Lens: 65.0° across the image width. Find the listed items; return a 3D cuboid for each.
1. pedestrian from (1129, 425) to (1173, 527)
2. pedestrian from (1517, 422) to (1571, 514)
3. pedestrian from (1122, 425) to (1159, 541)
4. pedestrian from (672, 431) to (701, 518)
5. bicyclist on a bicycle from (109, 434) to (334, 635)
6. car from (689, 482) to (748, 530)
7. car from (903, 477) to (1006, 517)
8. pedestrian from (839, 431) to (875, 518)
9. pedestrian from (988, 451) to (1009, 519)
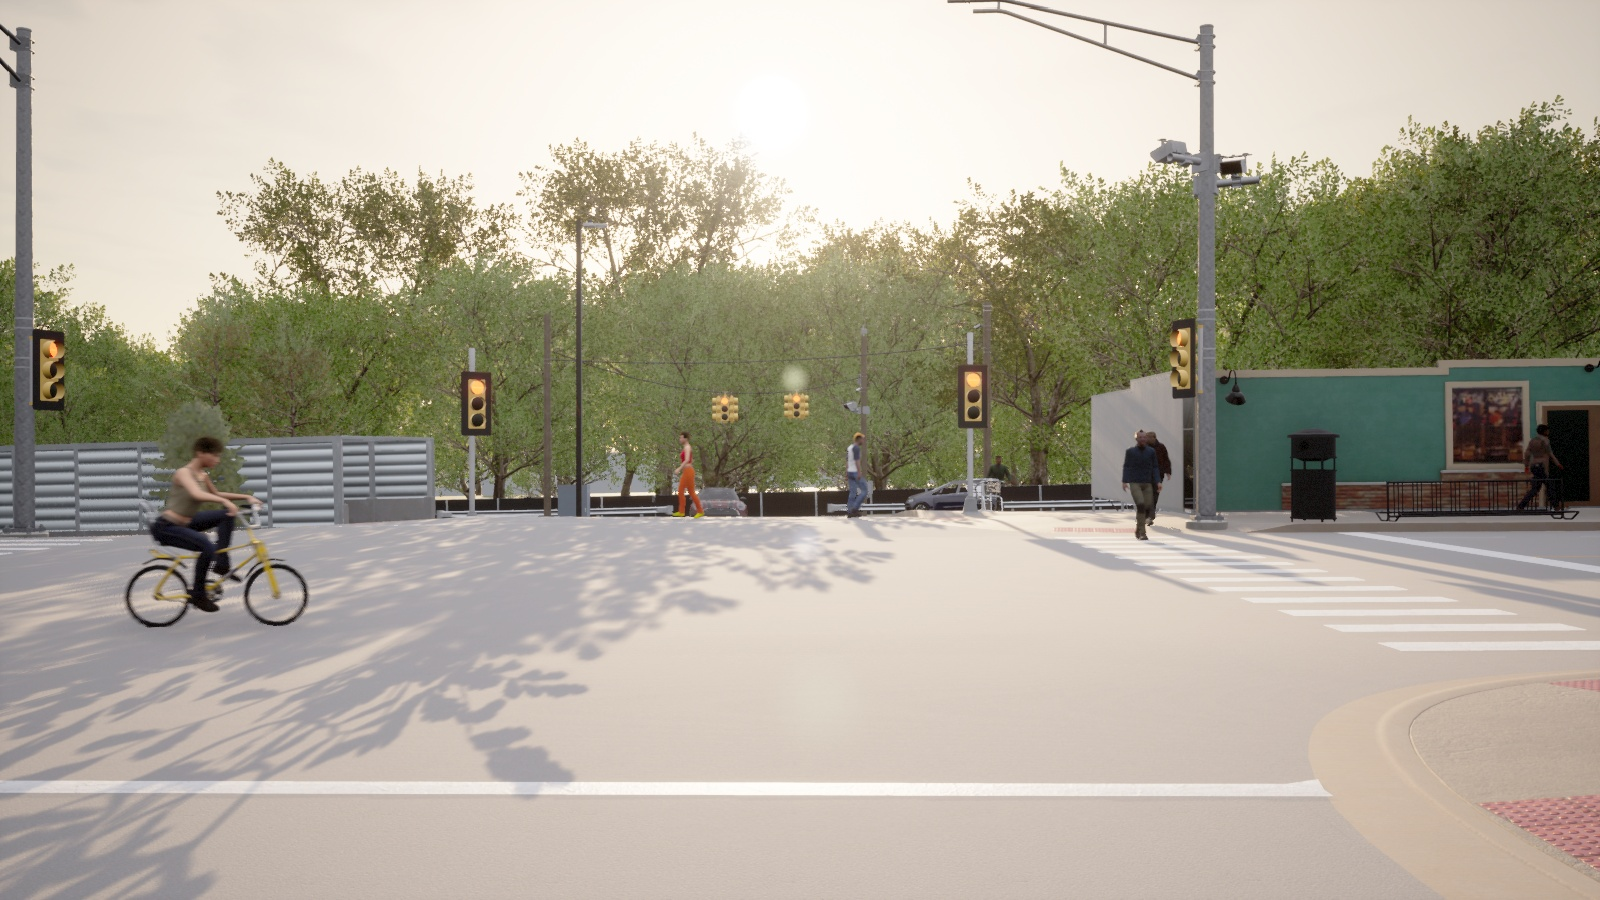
[{"bbox_3d":[6.459,0.468,23.163,0.634,1.844,0.899,0,0,6],"label":"pedestrian"},{"bbox_3d":[14.709,0.359,24.841,0.869,1.805,0.328,0,0,2],"label":"pedestrian"},{"bbox_3d":[5.472,0.519,20.198,0.402,1.842,0.726,0,0,-1],"label":"pedestrian"},{"bbox_3d":[-2.413,0.510,26.648,0.594,1.836,0.345,0,0,-10],"label":"pedestrian"},{"bbox_3d":[-4.811,0.675,10.541,1.509,1.612,0.866,0,0,-5],"label":"bicyclist on a bicycle"},{"bbox_3d":[-3.205,2.220,48.760,2.097,1.767,4.553,0,-3,-6],"label":"car"},{"bbox_3d":[7.188,2.189,58.497,4.611,1.667,2.242,-2,0,8],"label":"car"},{"bbox_3d":[1.218,0.513,26.874,0.706,1.836,0.354,0,0,-17],"label":"pedestrian"},{"bbox_3d":[5.788,1.016,36.678,0.423,1.949,0.788,0,0,-5],"label":"pedestrian"}]
